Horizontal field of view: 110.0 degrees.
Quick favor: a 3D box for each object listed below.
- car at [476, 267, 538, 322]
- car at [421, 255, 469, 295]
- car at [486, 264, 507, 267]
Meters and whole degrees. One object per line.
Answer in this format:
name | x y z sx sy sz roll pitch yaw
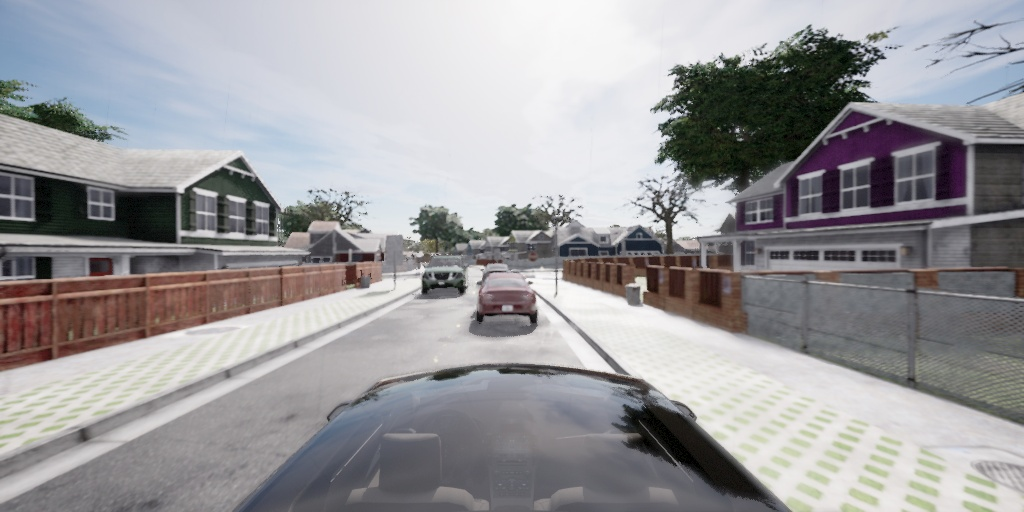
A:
car | -0.227 1.275 12.111 1.812 1.442 4.674 0 0 -3
car | -3.611 0.978 20.135 2.150 2.045 5.566 0 0 -4
car | -1.036 1.258 24.000 1.837 1.490 4.892 0 0 -5
